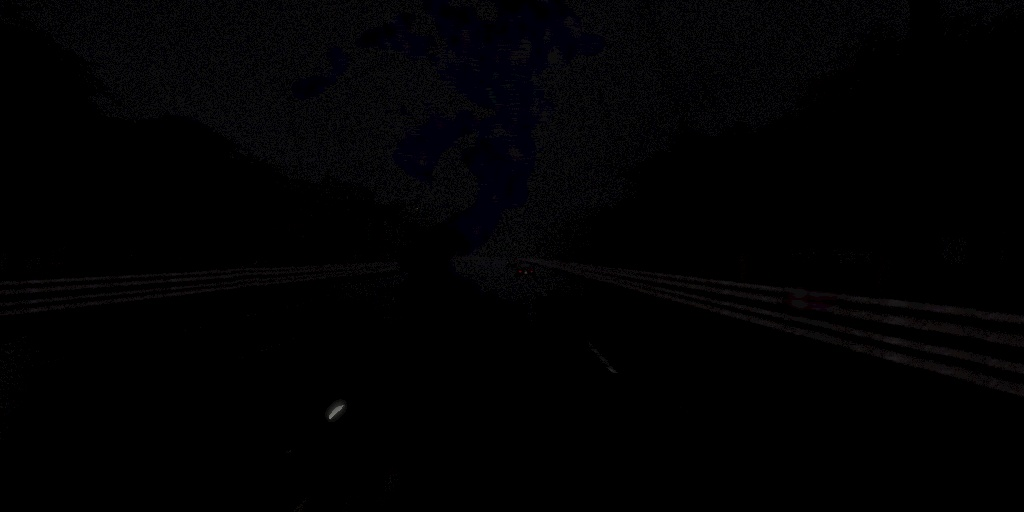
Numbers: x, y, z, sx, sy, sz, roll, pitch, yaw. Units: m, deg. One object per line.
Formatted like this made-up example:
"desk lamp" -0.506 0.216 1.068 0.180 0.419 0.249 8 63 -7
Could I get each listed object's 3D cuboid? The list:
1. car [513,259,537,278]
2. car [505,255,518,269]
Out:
"car" 1.246 1.286 34.272 1.812 1.442 4.674 0 0 0
"car" 0.067 1.119 56.615 2.097 1.767 4.553 0 0 1
